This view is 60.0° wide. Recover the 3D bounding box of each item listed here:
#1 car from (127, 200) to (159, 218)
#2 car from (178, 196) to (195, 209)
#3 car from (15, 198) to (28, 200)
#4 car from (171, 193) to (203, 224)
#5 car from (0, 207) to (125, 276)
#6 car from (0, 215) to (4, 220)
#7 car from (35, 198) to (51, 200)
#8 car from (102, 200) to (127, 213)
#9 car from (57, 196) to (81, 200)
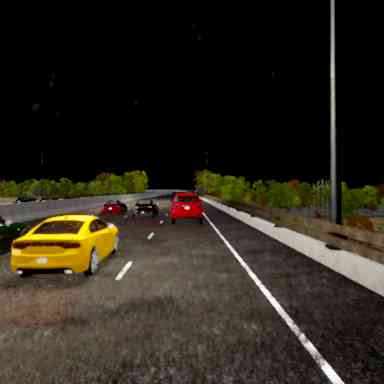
[{"bbox_3d":[-3.962,1.396,28.855,2.128,1.511,4.902,0,0,-1],"label":"car"},{"bbox_3d":[-0.749,1.315,43.116,2.128,1.511,4.902,0,0,-1],"label":"car"},{"bbox_3d":[-25.517,1.153,51.099,1.994,1.385,4.181,0,0,-1],"label":"car"},{"bbox_3d":[-0.372,1.122,24.256,2.150,2.045,5.566,0,0,-1],"label":"car"},{"bbox_3d":[-3.586,1.457,10.313,1.882,1.535,5.008,0,0,-1],"label":"car"},{"bbox_3d":[-7.097,1.352,10.774,2.097,1.767,4.553,0,0,-1],"label":"car"},{"bbox_3d":[-22.018,1.131,51.169,1.994,1.385,4.181,0,0,-1],"label":"car"},{"bbox_3d":[-7.535,1.475,32.495,1.994,1.385,4.181,0,0,-1],"label":"car"},{"bbox_3d":[-18.516,1.384,51.242,1.882,1.535,5.008,0,0,-1],"label":"car"}]
